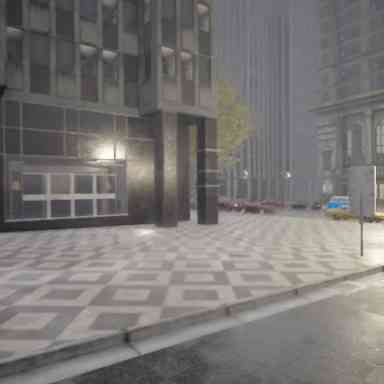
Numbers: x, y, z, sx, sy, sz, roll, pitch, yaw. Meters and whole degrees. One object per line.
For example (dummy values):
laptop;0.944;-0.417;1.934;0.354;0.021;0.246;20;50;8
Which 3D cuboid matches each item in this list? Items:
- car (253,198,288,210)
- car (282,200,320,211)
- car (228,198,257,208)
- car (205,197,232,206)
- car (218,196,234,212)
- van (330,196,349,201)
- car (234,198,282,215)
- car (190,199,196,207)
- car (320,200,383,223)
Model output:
car;10.659;1.563;45.331;1.887;1.381;4.507;-1;1;-36
car;13.820;1.600;40.936;1.947;1.339;4.313;-1;1;-36
car;7.497;1.586;49.726;1.802;1.307;4.206;-1;1;-36
car;4.337;1.541;54.120;2.008;1.369;4.403;-1;1;-36
car;3.944;1.435;40.063;2.192;1.841;5.009;-1;1;-36
van;16.980;1.391;36.541;1.690;1.788;3.998;-1;1;-36
car;7.034;1.679;35.771;1.887;1.381;4.507;-1;1;-36
car;0.857;1.656;44.359;2.008;1.369;4.403;-1;1;-36
car;13.307;1.692;27.041;1.752;1.417;4.829;-1;1;-36
